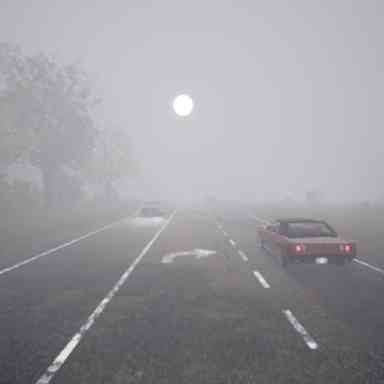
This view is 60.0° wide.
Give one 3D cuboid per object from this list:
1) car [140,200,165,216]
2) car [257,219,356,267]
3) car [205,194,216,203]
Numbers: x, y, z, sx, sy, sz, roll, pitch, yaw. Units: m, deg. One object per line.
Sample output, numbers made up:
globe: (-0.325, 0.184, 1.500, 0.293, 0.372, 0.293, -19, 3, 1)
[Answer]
car: (-3.660, 1.459, 31.124, 1.895, 1.301, 4.718, 0, 0, 0)
car: (3.494, 1.539, 11.184, 1.895, 1.301, 4.718, 0, 0, 0)
car: (3.460, 1.206, 61.333, 1.837, 1.490, 4.892, 0, 0, 0)
